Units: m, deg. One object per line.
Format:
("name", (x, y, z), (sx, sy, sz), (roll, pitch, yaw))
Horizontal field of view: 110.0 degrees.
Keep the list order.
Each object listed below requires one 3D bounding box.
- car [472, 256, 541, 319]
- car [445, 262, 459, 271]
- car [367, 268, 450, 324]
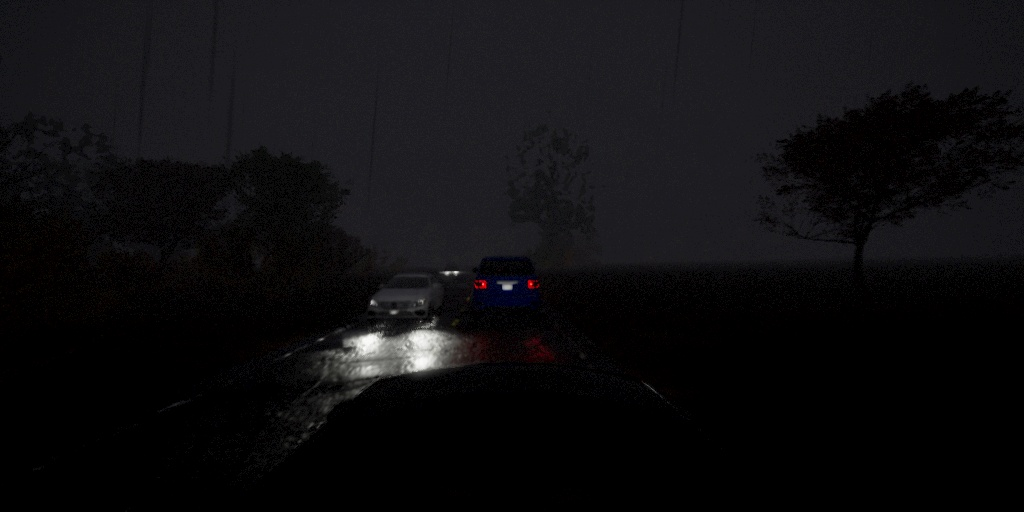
("car", (-0.268, 1.008, 13.092), (2.150, 2.045, 5.566), (0, 0, -3))
("car", (-9.035, 1.571, 53.569), (1.994, 1.385, 4.181), (0, 0, -12))
("car", (-3.440, 1.315, 12.394), (1.812, 1.442, 4.674), (0, 0, -3))
